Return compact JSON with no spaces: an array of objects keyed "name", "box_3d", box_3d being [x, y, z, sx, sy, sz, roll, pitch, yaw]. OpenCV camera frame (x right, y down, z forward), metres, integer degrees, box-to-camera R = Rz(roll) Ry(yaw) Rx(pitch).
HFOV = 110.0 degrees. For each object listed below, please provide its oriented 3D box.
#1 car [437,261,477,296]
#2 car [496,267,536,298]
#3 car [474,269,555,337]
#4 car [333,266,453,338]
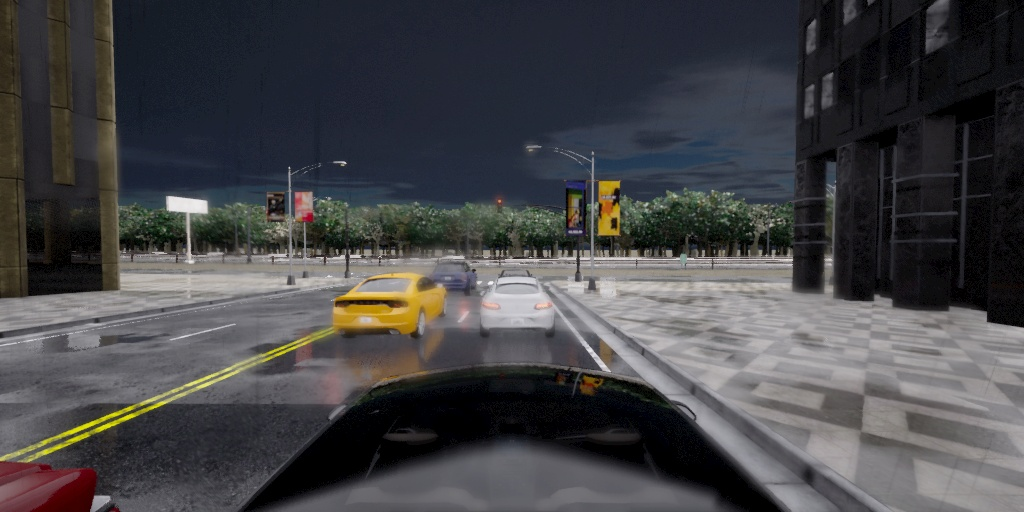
[{"name":"car","box_3d":[-3.072,1.093,19.339,2.097,1.767,4.553,0,0,0]},{"name":"car","box_3d":[0.180,1.342,19.328,1.895,1.301,4.718,0,0,0]},{"name":"car","box_3d":[0.138,1.271,10.166,1.812,1.442,4.674,0,0,0]},{"name":"car","box_3d":[-3.114,1.223,10.157,1.882,1.535,5.008,0,0,0]}]
